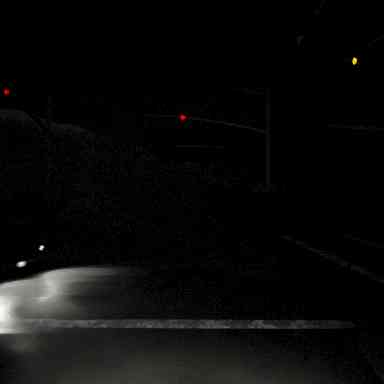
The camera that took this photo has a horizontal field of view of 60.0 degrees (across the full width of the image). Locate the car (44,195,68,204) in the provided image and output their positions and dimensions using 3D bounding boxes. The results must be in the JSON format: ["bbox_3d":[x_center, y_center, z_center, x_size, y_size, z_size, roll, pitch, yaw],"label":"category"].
[{"bbox_3d":[-24.097,1.319,58.953,3.633,1.501,1.845,0,0,-1],"label":"car"}]

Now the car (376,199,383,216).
[{"bbox_3d":[17.197,1.480,32.953,2.242,1.667,4.611,0,0,-1],"label":"car"}]

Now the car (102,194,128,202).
[{"bbox_3d":[-16.505,1.330,70.852,5.027,1.636,2.152,0,0,-1],"label":"car"}]

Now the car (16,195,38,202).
[{"bbox_3d":[-35.171,1.384,70.870,3.806,1.475,1.970,0,0,-1],"label":"car"}]

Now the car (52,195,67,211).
[{"bbox_3d":[-16.218,1.361,36.595,3.806,1.475,1.970,0,0,-1],"label":"car"}]

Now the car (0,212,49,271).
[{"bbox_3d":[-6.637,1.374,9.423,5.357,1.411,2.033,1,0,25],"label":"car"}]

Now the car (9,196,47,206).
[{"bbox_3d":[-24.071,1.298,48.960,4.514,1.523,2.007,0,0,-1],"label":"car"}]

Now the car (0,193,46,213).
[{"bbox_3d":[-16.806,1.077,33.267,3.866,1.878,1.905,0,0,-1],"label":"car"}]

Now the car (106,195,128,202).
[{"bbox_3d":[-16.579,1.339,73.988,4.514,1.523,2.007,0,0,-1],"label":"car"}]
